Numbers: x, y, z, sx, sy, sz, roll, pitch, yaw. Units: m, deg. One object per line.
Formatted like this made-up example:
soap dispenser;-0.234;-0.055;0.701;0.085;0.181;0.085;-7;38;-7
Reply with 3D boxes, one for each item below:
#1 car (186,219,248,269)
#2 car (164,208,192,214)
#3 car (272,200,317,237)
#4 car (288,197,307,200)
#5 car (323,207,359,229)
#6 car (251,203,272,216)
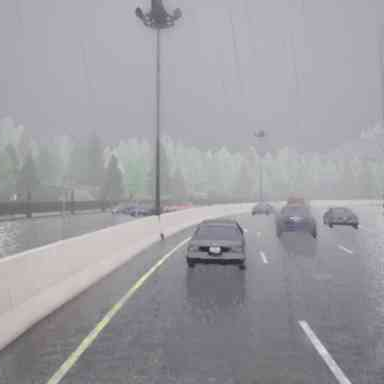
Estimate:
car;0.962;1.659;11.683;2.033;1.411;5.357;0;-1;7
car;-1.231;1.652;33.145;2.097;1.767;4.553;0;-1;20
car;6.036;1.555;19.803;2.097;1.767;4.553;0;-1;12
car;12.140;1.612;37.940;2.150;2.045;5.566;0;-1;24
car;10.624;1.804;23.970;2.033;1.411;5.357;0;-1;16
car;8.151;1.921;37.646;2.033;1.411;5.357;0;-1;24
